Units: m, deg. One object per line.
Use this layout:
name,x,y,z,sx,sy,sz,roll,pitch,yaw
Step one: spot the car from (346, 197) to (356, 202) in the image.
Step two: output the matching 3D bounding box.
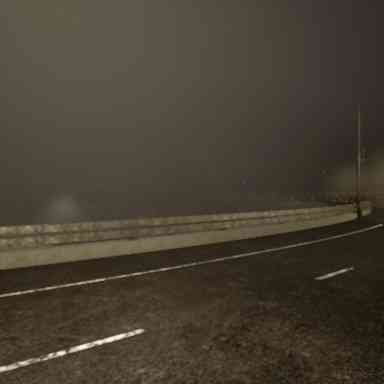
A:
car,40.049,1.926,82.881,1.837,1.490,4.892,0,0,4
